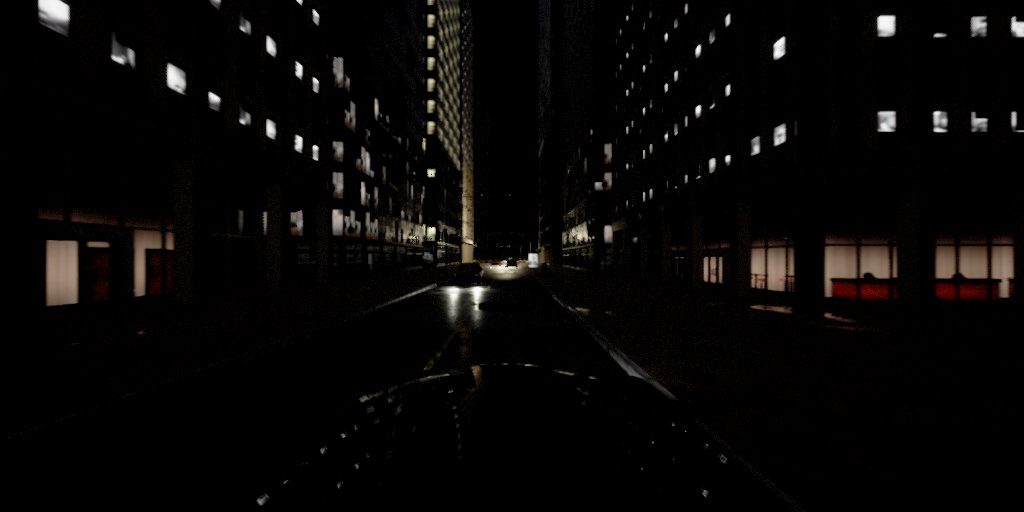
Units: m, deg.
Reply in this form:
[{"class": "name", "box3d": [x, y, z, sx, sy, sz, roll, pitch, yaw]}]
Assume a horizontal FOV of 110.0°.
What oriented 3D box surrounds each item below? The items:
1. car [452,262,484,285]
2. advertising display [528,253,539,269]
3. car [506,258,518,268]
[{"class": "car", "box3d": [-3.103, 1.229, 26.020, 1.882, 1.535, 5.008, 0, 0, 0]}, {"class": "advertising display", "box3d": [3.121, 0.776, 52.723, 1.540, 2.440, 0.280, 0, 0, 0]}, {"class": "car", "box3d": [-0.015, 1.275, 60.890, 1.812, 1.442, 4.674, 0, 0, 0]}]
